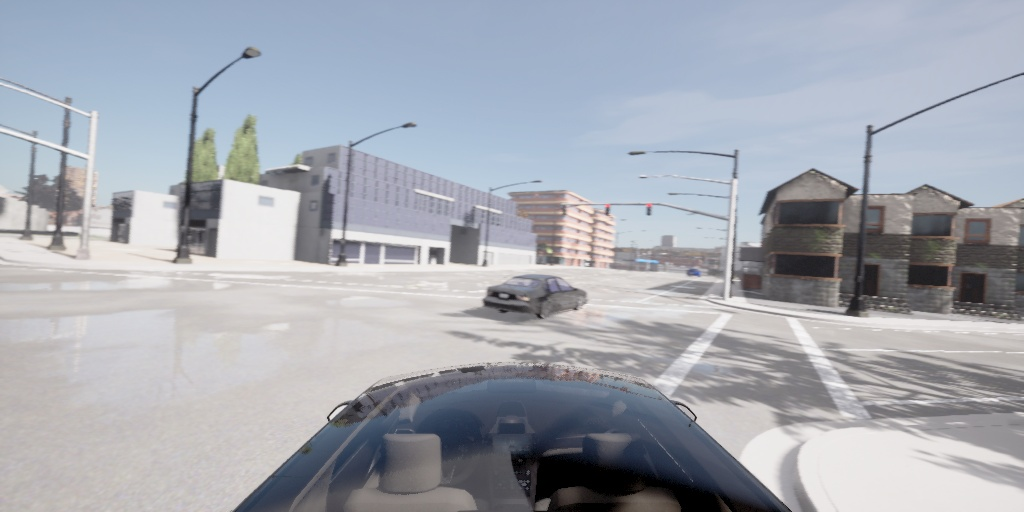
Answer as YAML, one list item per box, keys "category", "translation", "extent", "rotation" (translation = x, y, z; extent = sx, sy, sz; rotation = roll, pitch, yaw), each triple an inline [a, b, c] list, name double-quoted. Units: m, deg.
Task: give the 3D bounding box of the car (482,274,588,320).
- category: "car"
  translation: [1.095, 1.392, 13.305]
  extent: [2.033, 1.411, 5.357]
  rotation: [4, 0, 33]
